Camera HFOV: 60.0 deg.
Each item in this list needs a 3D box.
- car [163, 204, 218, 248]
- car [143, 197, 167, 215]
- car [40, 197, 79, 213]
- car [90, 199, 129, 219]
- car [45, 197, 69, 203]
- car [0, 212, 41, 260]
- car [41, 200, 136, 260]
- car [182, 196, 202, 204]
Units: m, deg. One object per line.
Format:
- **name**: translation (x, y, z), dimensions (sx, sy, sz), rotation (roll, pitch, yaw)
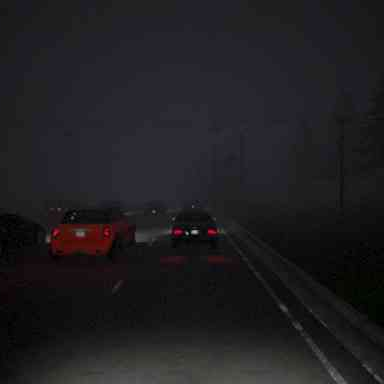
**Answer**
- **car**: translation (0.093, 1.472, 14.414), dimensions (2.033, 1.411, 5.357), rotation (0, 0, 0)
- **car**: translation (-3.412, 1.435, 31.881), dimensions (1.895, 1.301, 4.718), rotation (0, 0, 0)
- **car**: translation (-13.913, 1.309, 35.234), dimensions (2.128, 1.511, 4.902), rotation (0, 0, 0)
- **car**: translation (-6.912, 1.400, 28.560), dimensions (2.033, 1.411, 5.357), rotation (0, 0, 0)
- **car**: translation (-10.412, 1.400, 28.574), dimensions (2.033, 1.411, 5.357), rotation (0, 0, 0)
- **car**: translation (-6.909, 1.443, 11.667), dimensions (1.837, 1.490, 4.892), rotation (0, 0, 0)
- **car**: translation (-3.409, 1.289, 12.290), dimensions (2.097, 1.767, 4.553), rotation (0, 0, 0)
- **car**: translation (0.087, 1.383, 34.863), dimensions (1.994, 1.385, 4.181), rotation (0, 0, 0)
